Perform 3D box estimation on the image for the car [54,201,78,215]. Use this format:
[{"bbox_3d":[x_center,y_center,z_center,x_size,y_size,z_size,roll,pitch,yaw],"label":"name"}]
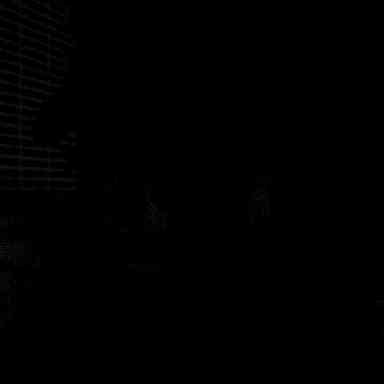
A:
[{"bbox_3d":[-12.893,1.716,37.120,1.882,1.535,5.008,0,0,36],"label":"car"}]
